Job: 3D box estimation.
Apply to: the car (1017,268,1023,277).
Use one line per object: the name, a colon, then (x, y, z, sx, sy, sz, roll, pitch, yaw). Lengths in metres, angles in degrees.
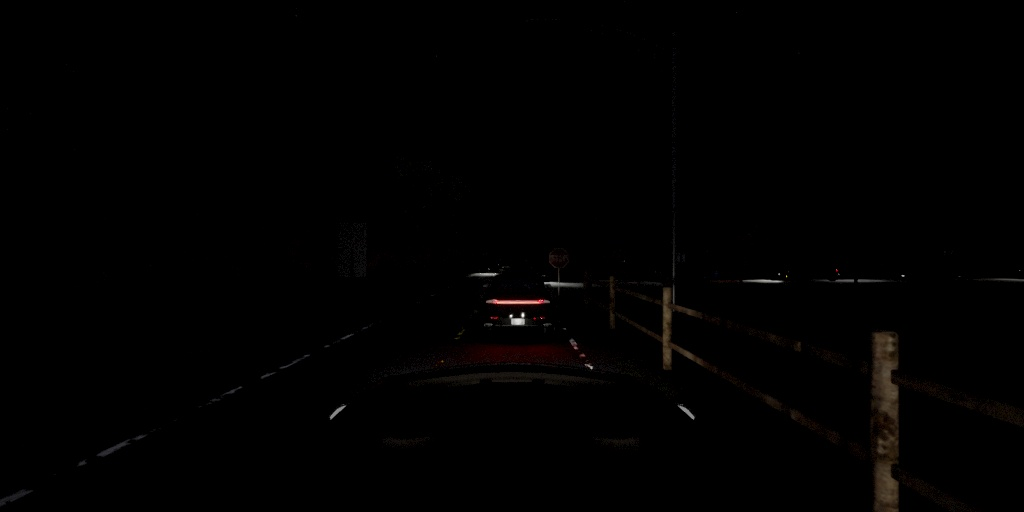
car: (42.833, 1.100, 28.110, 4.674, 1.442, 1.812, 0, 0, 0)

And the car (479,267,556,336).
car: (0.148, 1.244, 10.371, 2.128, 1.511, 4.902, 0, 0, 0)

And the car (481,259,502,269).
car: (-2.592, 1.309, 42.909, 1.994, 1.385, 4.181, 0, 0, 1)

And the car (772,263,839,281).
car: (22.800, 1.228, 27.923, 4.181, 1.385, 1.994, 0, 0, 0)

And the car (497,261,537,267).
car: (1.135, 1.319, 28.444, 1.994, 1.385, 4.181, 0, 0, -41)

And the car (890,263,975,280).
car: (32.746, 1.222, 28.032, 4.718, 1.301, 1.895, 0, 0, -1)

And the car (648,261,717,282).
car: (13.143, 1.183, 27.788, 5.008, 1.535, 1.882, 0, 0, -2)

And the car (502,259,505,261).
car: (-2.510, 1.237, 54.578, 1.837, 1.490, 4.892, 0, 0, 0)
